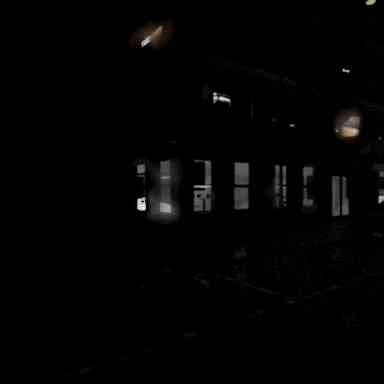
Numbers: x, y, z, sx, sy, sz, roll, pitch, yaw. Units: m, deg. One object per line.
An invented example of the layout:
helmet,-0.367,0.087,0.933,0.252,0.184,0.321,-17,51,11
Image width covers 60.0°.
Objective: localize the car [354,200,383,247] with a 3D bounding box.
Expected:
car,8.108,1.039,12.331,5.009,1.841,2.192,-1,2,-36
